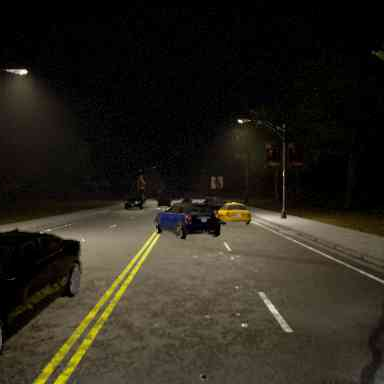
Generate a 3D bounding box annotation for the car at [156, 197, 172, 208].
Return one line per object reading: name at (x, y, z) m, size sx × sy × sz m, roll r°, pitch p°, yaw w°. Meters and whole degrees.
car at (-3.975, 1.459, 48.144) m, size 1.882 × 1.535 × 5.008 m, roll 0°, pitch 0°, yaw -1°

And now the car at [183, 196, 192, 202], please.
car at (-1.015, 1.565, 77.000) m, size 1.895 × 1.301 × 4.718 m, roll 0°, pitch 0°, yaw -1°

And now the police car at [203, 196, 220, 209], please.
police car at (2.650, 1.407, 45.568) m, size 1.930 × 1.638 × 5.238 m, roll 0°, pitch 0°, yaw -1°

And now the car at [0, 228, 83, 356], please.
car at (-3.426, 1.473, 5.698) m, size 1.882 × 1.535 × 5.008 m, roll 0°, pitch 0°, yaw -1°

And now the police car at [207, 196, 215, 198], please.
police car at (2.795, 1.409, 34.567) m, size 1.930 × 1.638 × 5.238 m, roll 0°, pitch 0°, yaw -1°

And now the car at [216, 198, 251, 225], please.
car at (2.939, 1.443, 23.646) m, size 1.801 × 1.575 × 5.366 m, roll 0°, pitch 0°, yaw -1°

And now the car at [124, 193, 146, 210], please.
car at (-7.159, 1.205, 42.567) m, size 2.150 × 2.045 × 5.566 m, roll 0°, pitch 0°, yaw -1°

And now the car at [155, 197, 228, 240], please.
car at (-0.333, 1.341, 17.435) m, size 2.097 × 1.767 × 4.553 m, roll 0°, pitch 0°, yaw -25°
